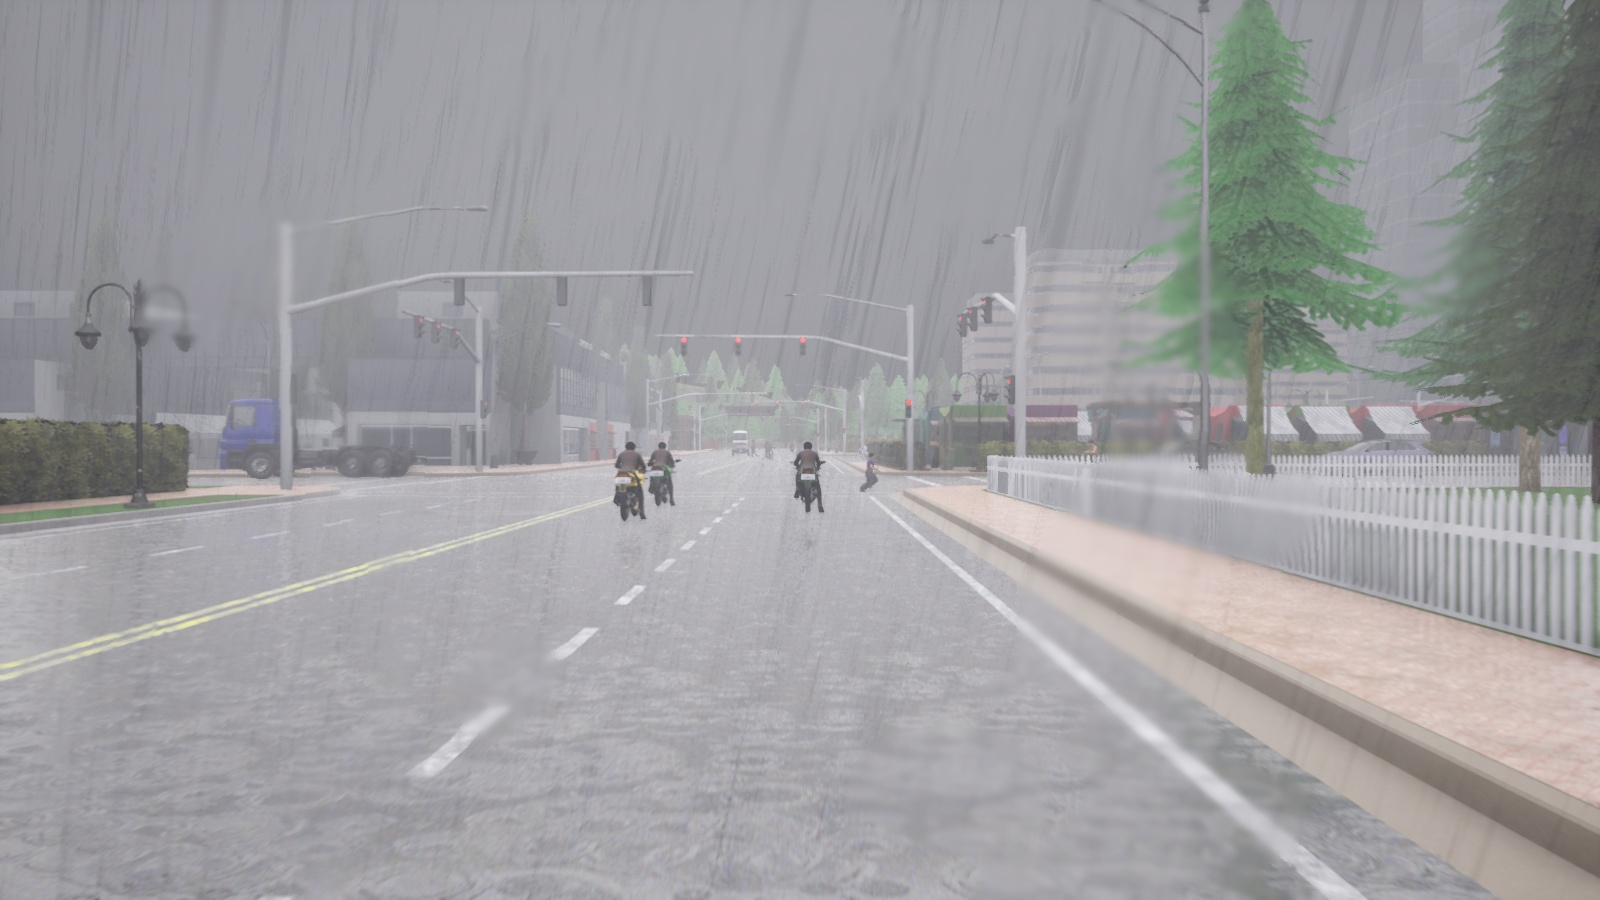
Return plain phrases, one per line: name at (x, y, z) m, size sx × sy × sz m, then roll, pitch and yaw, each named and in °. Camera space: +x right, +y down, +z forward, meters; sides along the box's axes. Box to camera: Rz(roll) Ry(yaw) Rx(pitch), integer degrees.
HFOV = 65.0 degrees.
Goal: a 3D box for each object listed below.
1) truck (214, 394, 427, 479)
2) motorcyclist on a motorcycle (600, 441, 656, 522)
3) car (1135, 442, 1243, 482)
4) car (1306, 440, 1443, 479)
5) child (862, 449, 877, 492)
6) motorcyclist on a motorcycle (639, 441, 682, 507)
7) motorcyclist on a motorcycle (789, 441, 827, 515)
truck at (-20.220, -0.552, 53.301) m, size 7.936 × 3.462 × 2.891 m, roll 0°, pitch 0°, yaw -3°
motorcyclist on a motorcycle at (-3.345, 0.587, 24.585) m, size 0.797 × 1.523 × 2.044 m, roll 0°, pitch 0°, yaw 0°
car at (15.312, 0.458, 49.587) m, size 3.705 × 1.549 × 1.789 m, roll 0°, pitch 0°, yaw -1°
car at (24.310, 0.396, 53.265) m, size 4.856 × 1.649 × 2.033 m, roll 0°, pitch 0°, yaw -1°
child at (2.085, 0.615, 37.425) m, size 0.437 × 1.263 × 0.270 m, roll 0°, pitch 0°, yaw 1°
motorcyclist on a motorcycle at (-3.315, 0.557, 29.973) m, size 0.797 × 1.523 × 2.044 m, roll 0°, pitch 0°, yaw 0°
motorcyclist on a motorcycle at (0.168, 0.577, 26.952) m, size 0.797 × 1.523 × 2.044 m, roll 0°, pitch 0°, yaw 0°
